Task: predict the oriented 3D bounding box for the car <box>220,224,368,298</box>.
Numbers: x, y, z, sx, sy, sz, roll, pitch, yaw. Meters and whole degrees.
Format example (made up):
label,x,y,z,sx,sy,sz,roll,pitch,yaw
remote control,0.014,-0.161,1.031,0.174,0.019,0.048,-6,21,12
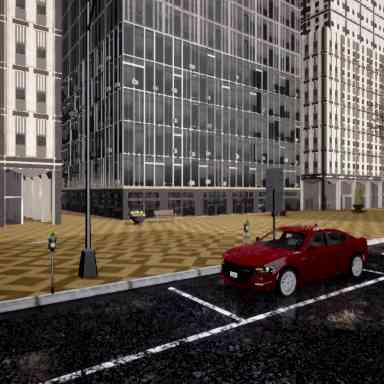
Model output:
label,x,y,z,sx,sy,sz,roll,pitch,yaw
car,2.730,1.545,8.516,4.507,1.381,1.887,0,0,-36
